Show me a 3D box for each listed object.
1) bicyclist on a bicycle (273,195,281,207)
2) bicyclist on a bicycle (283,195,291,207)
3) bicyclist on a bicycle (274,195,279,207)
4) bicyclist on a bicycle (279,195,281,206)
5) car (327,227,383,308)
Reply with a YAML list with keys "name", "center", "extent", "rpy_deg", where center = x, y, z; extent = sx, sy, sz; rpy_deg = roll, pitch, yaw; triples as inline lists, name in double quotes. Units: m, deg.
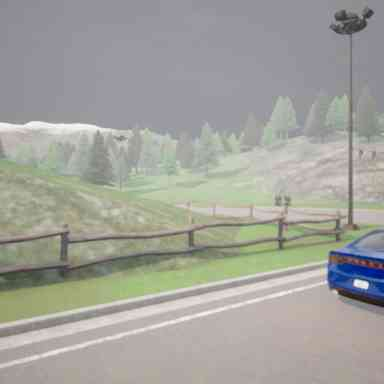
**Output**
- name: "bicyclist on a bicycle"
  center: [12.166, 1.288, 47.845]
  extent: [0.582, 1.620, 1.656]
  rpy_deg: [0, 0, 34]
- name: "bicyclist on a bicycle"
  center: [13.631, 1.288, 46.830]
  extent: [0.582, 1.620, 1.656]
  rpy_deg: [0, 0, 35]
- name: "bicyclist on a bicycle"
  center: [12.534, 1.288, 47.593]
  extent: [0.582, 1.620, 1.656]
  rpy_deg: [0, 0, 35]
- name: "bicyclist on a bicycle"
  center: [13.266, 1.288, 47.086]
  extent: [0.582, 1.620, 1.656]
  rpy_deg: [0, 0, 35]
- name: "car"
  center: [5.038, 1.475, 7.259]
  extent: [5.008, 1.535, 1.882]
  rpy_deg: [0, 0, -34]
